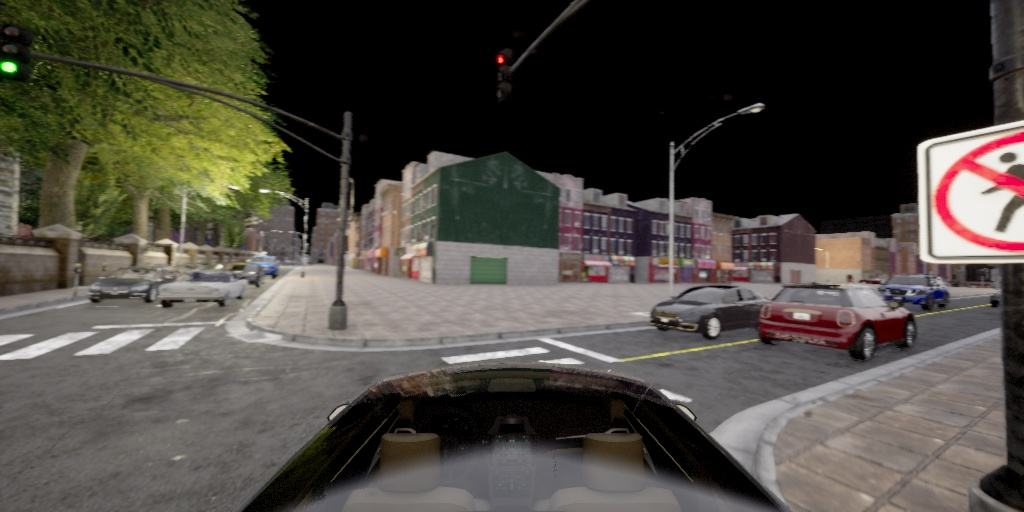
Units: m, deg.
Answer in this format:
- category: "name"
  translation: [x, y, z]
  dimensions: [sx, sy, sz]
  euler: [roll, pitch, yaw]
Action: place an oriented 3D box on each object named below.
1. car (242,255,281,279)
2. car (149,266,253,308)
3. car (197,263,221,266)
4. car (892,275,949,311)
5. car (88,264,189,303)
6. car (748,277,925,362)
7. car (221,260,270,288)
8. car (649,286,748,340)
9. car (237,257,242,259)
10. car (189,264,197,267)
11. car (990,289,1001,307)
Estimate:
- category: "car"
  translation: [-22.557, 0.983, 32.619]
  dimensions: [2.150, 2.045, 5.566]
  euler: [3, -2, -29]
- category: "car"
  translation: [-12.303, 1.265, 14.590]
  dimensions: [1.895, 1.301, 4.718]
  euler: [3, -2, -27]
- category: "car"
  translation: [-18.899, 1.135, 20.973]
  dimensions: [2.007, 1.370, 4.403]
  euler: [0, 0, -30]
- category: "car"
  translation: [24.597, 2.169, 22.001]
  dimensions: [5.566, 2.045, 2.150]
  euler: [2, -3, -30]
- category: "car"
  translation: [-15.386, 1.104, 14.762]
  dimensions: [2.007, 1.370, 4.403]
  euler: [0, 0, -30]
- category: "car"
  translation: [8.716, 1.528, 9.586]
  dimensions: [4.553, 1.767, 2.097]
  euler: [2, -3, -30]
- category: "car"
  translation: [-17.293, 1.213, 23.345]
  dimensions: [1.837, 1.490, 4.892]
  euler: [3, -2, -30]
- category: "car"
  translation: [6.636, 1.734, 11.817]
  dimensions: [4.892, 1.490, 1.837]
  euler: [2, -3, -30]
- category: "car"
  translation: [-29.704, 1.015, 39.906]
  dimensions: [2.192, 1.841, 5.009]
  euler: [0, 0, -30]
- category: "car"
  translation: [-16.386, 1.086, 16.465]
  dimensions: [1.751, 1.417, 4.829]
  euler: [0, 0, -30]
- category: "car"
  translation: [33.737, 2.740, 23.845]
  dimensions: [4.181, 1.385, 1.994]
  euler: [2, -3, -29]
